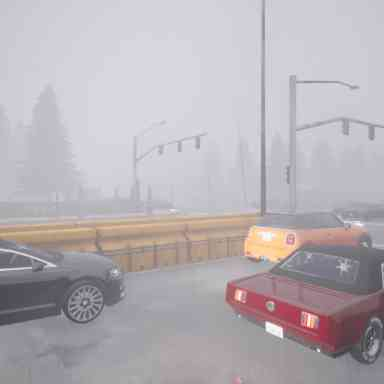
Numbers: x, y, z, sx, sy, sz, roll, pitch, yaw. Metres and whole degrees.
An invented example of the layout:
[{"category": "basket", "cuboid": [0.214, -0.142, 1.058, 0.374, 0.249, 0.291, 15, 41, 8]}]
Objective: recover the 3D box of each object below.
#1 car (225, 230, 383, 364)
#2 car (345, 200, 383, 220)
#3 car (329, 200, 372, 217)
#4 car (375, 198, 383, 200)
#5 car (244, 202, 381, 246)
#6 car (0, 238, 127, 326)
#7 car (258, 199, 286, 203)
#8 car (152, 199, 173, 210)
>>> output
[{"category": "car", "cuboid": [2.937, 1.601, 5.848, 4.718, 1.301, 1.895, 0, 0, -36]}, {"category": "car", "cuboid": [13.897, 1.564, 26.837, 4.181, 1.385, 1.994, 0, 0, -36]}, {"category": "car", "cuboid": [15.436, 1.564, 32.240, 4.181, 1.385, 1.994, 0, 0, -36]}, {"category": "car", "cuboid": [24.655, 1.526, 43.220, 4.674, 1.442, 1.812, 0, 0, -34]}, {"category": "car", "cuboid": [3.885, 1.352, 10.829, 4.553, 1.767, 2.097, 0, 0, -36]}, {"category": "car", "cuboid": [-3.528, 1.492, 5.522, 4.902, 1.511, 2.128, 0, 0, -36]}, {"category": "car", "cuboid": [10.034, 1.547, 41.632, 2.033, 1.411, 5.357, 0, 0, -42]}, {"category": "car", "cuboid": [-4.243, 1.564, 43.989, 1.994, 1.385, 4.181, 0, 0, -36]}]
